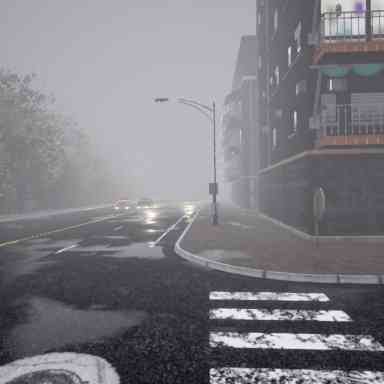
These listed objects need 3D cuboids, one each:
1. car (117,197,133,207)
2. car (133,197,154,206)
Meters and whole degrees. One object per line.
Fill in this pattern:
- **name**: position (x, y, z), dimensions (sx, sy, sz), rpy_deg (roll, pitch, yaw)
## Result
- **car**: position (-10.681, 1.525, 53.810), dimensions (1.882, 1.535, 5.008), rpy_deg (-1, 0, 3)
- **car**: position (-7.436, 1.551, 53.623), dimensions (2.033, 1.411, 5.357), rpy_deg (-1, 0, 3)
